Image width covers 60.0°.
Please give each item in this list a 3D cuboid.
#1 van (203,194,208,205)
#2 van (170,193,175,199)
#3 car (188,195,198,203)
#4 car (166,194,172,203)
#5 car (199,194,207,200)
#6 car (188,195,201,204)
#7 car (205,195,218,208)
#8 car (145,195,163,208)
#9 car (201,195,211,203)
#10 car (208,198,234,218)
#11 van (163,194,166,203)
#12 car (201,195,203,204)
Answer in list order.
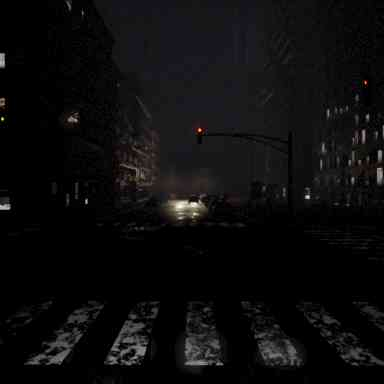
[{"bbox_3d":[2.779,1.295,46.918,1.690,1.788,3.998,-1,0,0],"label":"van"},{"bbox_3d":[-5.486,1.242,75.141,1.690,1.788,3.998,-1,0,0],"label":"van"},{"bbox_3d":[0.231,1.426,71.100,2.128,1.511,4.902,0,0,0],"label":"car"},{"bbox_3d":[-5.516,1.470,63.847,1.887,1.381,4.507,-1,0,0],"label":"car"},{"bbox_3d":[2.933,1.313,86.439,1.967,1.590,4.097,-1,0,0],"label":"car"},{"bbox_3d":[0.276,1.435,60.898,1.837,1.490,4.892,0,0,0],"label":"car"},{"bbox_3d":[2.747,1.410,35.626,1.967,1.590,4.097,-1,0,0],"label":"car"},{"bbox_3d":[-5.566,1.520,46.910,1.947,1.339,4.313,-1,0,0],"label":"car"},{"bbox_3d":[2.852,1.353,69.501,1.967,1.590,4.097,-1,0,0],"label":"car"},{"bbox_3d":[2.732,1.522,29.981,1.887,1.381,4.507,-1,0,0],"label":"car"},{"bbox_3d":[-5.553,1.286,52.555,1.690,1.788,3.998,-1,0,0],"label":"van"},{"bbox_3d":[2.798,1.490,52.564,1.887,1.381,4.507,-1,0,0],"label":"car"}]
